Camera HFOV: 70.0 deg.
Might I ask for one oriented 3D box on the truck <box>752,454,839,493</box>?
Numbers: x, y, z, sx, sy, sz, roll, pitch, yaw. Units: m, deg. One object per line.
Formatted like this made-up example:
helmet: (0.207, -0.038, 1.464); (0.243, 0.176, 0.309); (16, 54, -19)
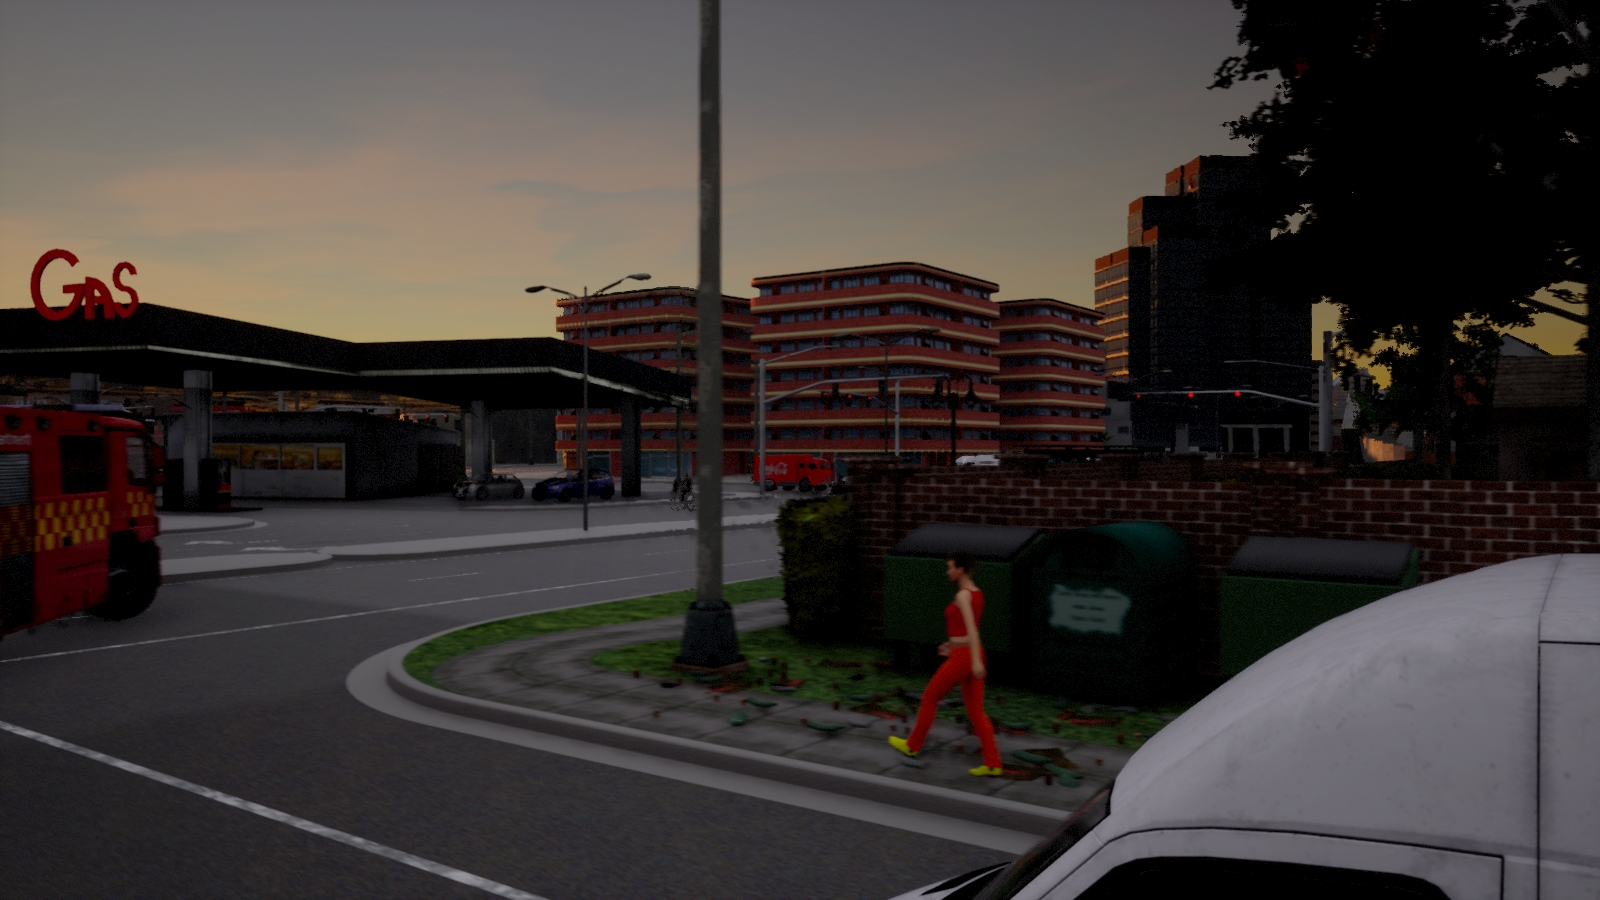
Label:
truck: (-0.333, 1.559, 76.257); (5.204, 2.467, 2.627); (-1, -1, 34)

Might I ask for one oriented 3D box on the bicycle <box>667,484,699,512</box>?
bicycle: (-5.309, 2.179, 51.987); (0.329, 1.196, 1.835); (0, 0, 34)

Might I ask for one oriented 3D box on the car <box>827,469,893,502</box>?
car: (3.435, 1.964, 64.631); (2.097, 1.638, 5.238); (0, 0, 22)

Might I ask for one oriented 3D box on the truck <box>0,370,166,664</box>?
truck: (-12.183, 0.879, 16.402); (2.891, 3.827, 8.468); (0, 0, -11)

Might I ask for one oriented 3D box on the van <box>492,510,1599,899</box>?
van: (2.140, 1.534, 2.280); (5.915, 2.561, 1.988); (0, 0, 35)

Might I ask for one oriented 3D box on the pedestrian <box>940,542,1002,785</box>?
pedestrian: (1.377, 1.693, 9.212); (0.375, 1.860, 0.375); (0, 0, 32)
